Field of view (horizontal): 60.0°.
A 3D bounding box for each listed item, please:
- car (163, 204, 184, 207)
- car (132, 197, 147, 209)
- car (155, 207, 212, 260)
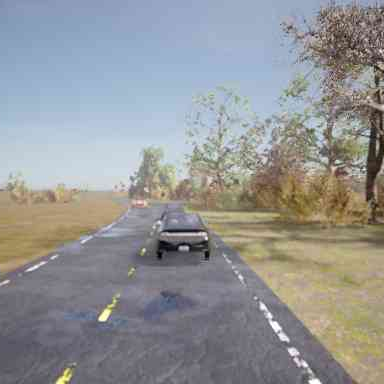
[{"bbox_3d":[-1.553,1.651,28.020,1.994,1.385,4.181,0,0,-5],"label":"car"},{"bbox_3d":[-7.709,1.492,48.821,2.097,1.767,4.553,0,0,-10],"label":"car"},{"bbox_3d":[-0.353,1.533,12.653,2.128,1.511,4.902,0,0,-3],"label":"car"}]
